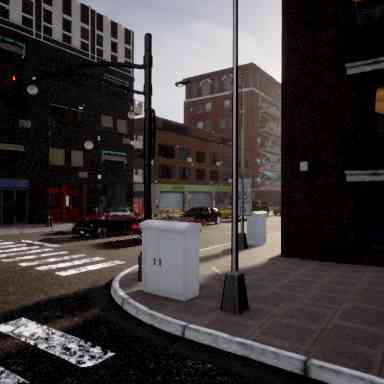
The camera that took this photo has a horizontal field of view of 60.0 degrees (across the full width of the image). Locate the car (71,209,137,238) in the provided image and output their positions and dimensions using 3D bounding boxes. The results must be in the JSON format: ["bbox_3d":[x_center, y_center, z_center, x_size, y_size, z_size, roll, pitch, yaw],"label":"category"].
[{"bbox_3d":[-4.667,1.881,19.663,1.895,1.301,4.718,0,-1,35],"label":"car"}]

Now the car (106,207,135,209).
[{"bbox_3d":[-5.416,1.758,23.141,1.967,1.590,4.097,-1,-2,35],"label":"car"}]

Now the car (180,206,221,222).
[{"bbox_3d":[0.905,2.092,32.196,1.947,1.339,4.313,-1,-2,35],"label":"car"}]

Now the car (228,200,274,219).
[{"bbox_3d":[6.385,1.866,35.494,2.150,2.045,5.566,0,-1,35],"label":"car"}]

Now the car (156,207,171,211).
[{"bbox_3d":[-2.353,1.944,27.528,1.752,1.417,4.829,-1,-2,35],"label":"car"}]

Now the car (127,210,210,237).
[{"bbox_3d":[-1.175,1.919,18.966,1.895,1.301,4.718,0,-1,34],"label":"car"}]

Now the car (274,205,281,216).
[{"bbox_3d":[12.513,2.394,44.205,2.033,1.411,5.357,0,-1,35],"label":"car"}]

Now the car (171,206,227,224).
[{"bbox_3d":[0.700,1.962,27.349,1.837,1.490,4.892,0,-1,35],"label":"car"}]
